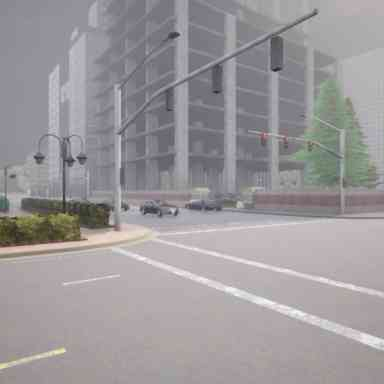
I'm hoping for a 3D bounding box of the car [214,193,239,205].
[{"bbox_3d":[5.043,1.111,53.485,1.905,1.878,3.866,0,0,-36],"label":"car"}]

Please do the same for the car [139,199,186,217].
[{"bbox_3d":[-3.046,1.435,30.283,2.128,1.511,4.902,0,0,-36],"label":"car"}]

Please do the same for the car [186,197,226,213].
[{"bbox_3d":[1.166,1.544,36.625,1.895,1.301,4.718,0,0,-35],"label":"car"}]

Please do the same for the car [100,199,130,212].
[{"bbox_3d":[-9.152,1.491,38.688,2.033,1.411,5.357,0,0,-36],"label":"car"}]

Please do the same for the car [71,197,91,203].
[{"bbox_3d":[-16.229,1.448,48.462,1.837,1.490,4.892,0,0,-36],"label":"car"}]

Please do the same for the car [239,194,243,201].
[{"bbox_3d":[7.433,1.111,55.200,1.905,1.878,3.866,0,0,-36],"label":"car"}]
